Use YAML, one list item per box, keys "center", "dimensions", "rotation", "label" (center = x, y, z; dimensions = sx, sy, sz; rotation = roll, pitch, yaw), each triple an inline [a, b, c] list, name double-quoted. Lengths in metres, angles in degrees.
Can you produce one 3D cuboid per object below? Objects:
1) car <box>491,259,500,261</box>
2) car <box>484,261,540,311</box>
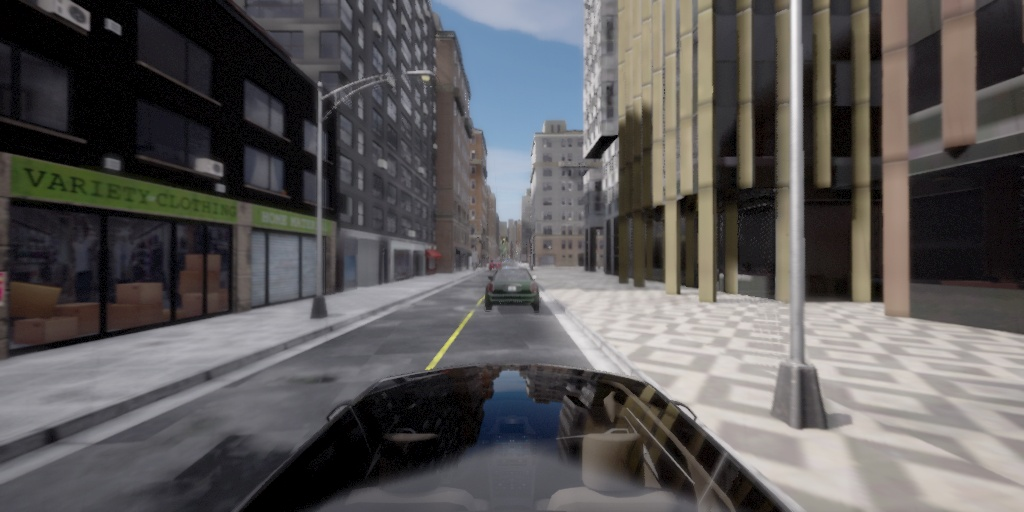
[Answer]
- center: [-2.993, 1.555, 64.867]
  dimensions: [2.150, 2.045, 5.566]
  rotation: [0, -1, 0]
  label: "car"
- center: [0.025, 1.236, 15.262]
  dimensions: [2.097, 1.767, 4.553]
  rotation: [0, -1, 1]
  label: "car"
